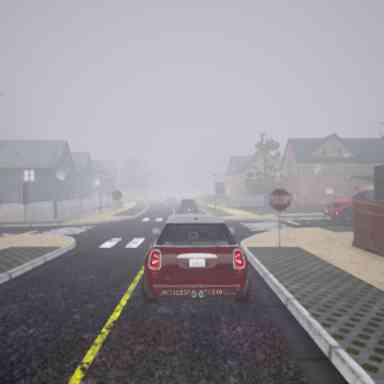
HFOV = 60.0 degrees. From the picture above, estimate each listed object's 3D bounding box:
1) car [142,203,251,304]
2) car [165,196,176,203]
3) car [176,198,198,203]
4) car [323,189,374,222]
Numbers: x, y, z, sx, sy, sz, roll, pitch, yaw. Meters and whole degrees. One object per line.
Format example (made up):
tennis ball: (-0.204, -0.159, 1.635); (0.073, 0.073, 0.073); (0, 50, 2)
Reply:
car: (0.041, 1.317, 8.270); (2.097, 1.767, 4.553); (0, 0, -1)
car: (-4.062, 1.555, 64.899); (1.994, 1.385, 4.181); (0, 0, -10)
car: (-0.432, 1.439, 34.501); (1.837, 1.490, 4.892); (0, 0, -3)
car: (11.545, 0.826, 21.639); (5.566, 2.045, 2.150); (-1, 0, 1)
